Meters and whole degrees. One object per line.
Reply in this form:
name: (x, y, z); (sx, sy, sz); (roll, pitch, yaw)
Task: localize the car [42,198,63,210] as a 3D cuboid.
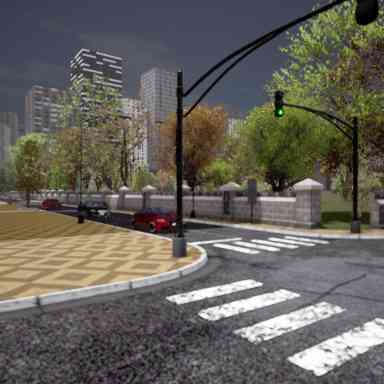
car: (-18.819, 1.610, 44.712); (1.882, 1.535, 5.008); (0, 0, -34)

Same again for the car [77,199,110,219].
car: (-8.932, 1.571, 30.075); (2.128, 1.511, 4.902); (0, 0, -34)

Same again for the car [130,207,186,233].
car: (-2.104, 1.609, 20.017); (1.994, 1.385, 4.181); (0, 0, -34)

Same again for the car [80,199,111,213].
car: (-11.493, 1.612, 39.527); (2.128, 1.511, 4.902); (0, 0, -34)
